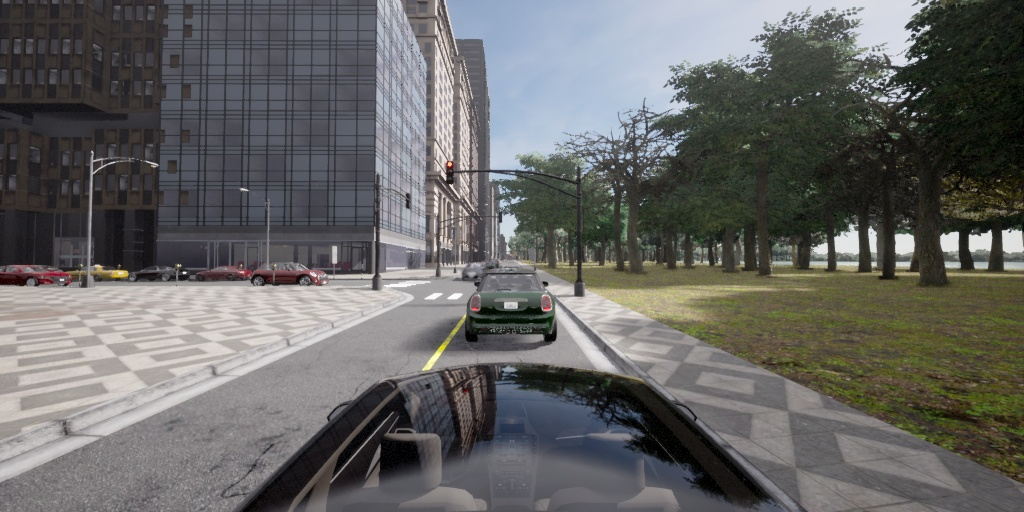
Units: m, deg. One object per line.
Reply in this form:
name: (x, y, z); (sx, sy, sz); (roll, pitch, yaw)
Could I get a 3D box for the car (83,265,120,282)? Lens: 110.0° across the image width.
car: (-35.733, 1.444, 30.609); (4.829, 1.417, 1.751); (0, 0, 0)

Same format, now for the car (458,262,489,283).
car: (-3.210, 1.347, 30.883); (2.128, 1.511, 4.902); (-1, 0, 0)

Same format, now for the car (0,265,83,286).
car: (-30.040, 1.235, 22.115); (4.507, 1.381, 1.888); (0, 0, 0)

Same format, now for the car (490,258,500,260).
car: (-3.275, 1.267, 61.541); (2.097, 1.767, 4.553); (0, -1, 0)

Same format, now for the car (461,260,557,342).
car: (-0.014, 1.108, 9.994); (2.097, 1.767, 4.553); (0, 0, 0)

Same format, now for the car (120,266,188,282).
car: (-30.076, 1.481, 30.637); (4.313, 1.339, 1.948); (0, 0, 0)

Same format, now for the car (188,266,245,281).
car: (-24.589, 1.494, 30.663); (4.207, 1.307, 1.802); (0, 0, 0)

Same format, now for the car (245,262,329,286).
car: (-13.609, 1.120, 22.194); (4.097, 1.591, 1.967); (0, 0, -1)
